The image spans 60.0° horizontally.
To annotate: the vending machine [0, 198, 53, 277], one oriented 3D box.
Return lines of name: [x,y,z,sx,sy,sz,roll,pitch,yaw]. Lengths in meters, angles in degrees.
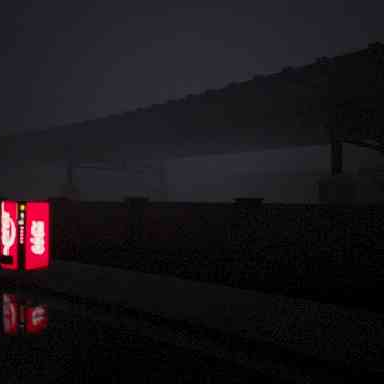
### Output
vending machine: [-4.841,1.246,9.702,0.880,2.100,1.100,0,-1,30]
